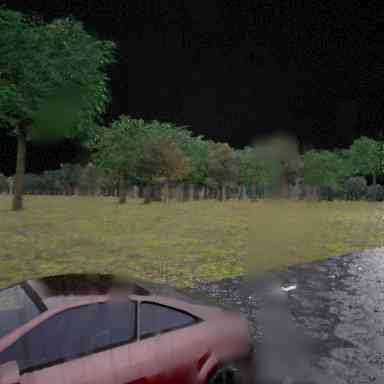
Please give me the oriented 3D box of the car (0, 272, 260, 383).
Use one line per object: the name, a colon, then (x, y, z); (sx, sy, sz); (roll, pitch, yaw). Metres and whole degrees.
car: (-1.349, 1.556, 3.051); (4.181, 1.385, 1.994); (0, 0, -36)
